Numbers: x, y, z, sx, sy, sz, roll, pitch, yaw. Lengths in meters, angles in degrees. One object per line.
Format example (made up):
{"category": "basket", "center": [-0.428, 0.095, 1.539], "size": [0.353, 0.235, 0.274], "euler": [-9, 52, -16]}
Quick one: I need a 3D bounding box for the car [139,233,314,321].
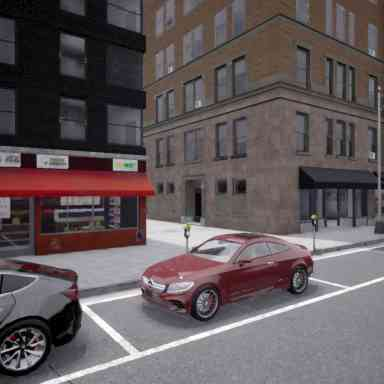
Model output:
{"category": "car", "center": [0.931, 1.582, 7.195], "size": [4.206, 1.307, 1.802], "euler": [0, 0, -35]}

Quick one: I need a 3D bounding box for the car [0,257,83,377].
{"category": "car", "center": [-3.550, 1.566, 4.003], "size": [4.313, 1.339, 1.947], "euler": [0, 0, -35]}
